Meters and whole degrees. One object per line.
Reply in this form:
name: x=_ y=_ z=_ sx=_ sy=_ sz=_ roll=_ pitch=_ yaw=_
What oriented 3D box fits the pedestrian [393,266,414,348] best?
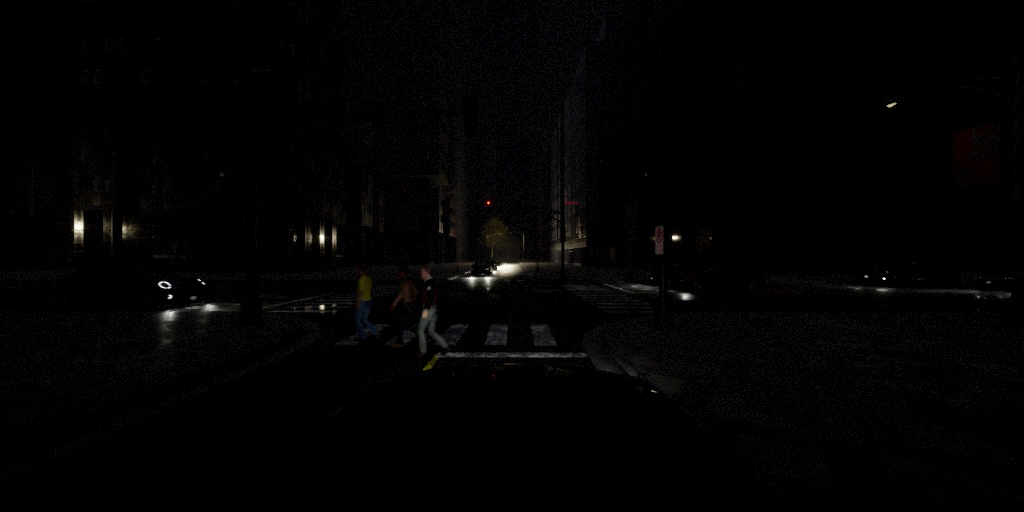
pedestrian: x=-2.242 y=1.043 z=7.680 sx=0.375 sy=1.860 sz=0.375 roll=0 pitch=0 yaw=0

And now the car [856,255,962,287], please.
car: x=26.632 y=0.984 z=24.164 sx=5.566 sy=2.045 sz=2.150 roll=-1 pitch=0 yaw=0

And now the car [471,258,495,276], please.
car: x=-3.114 y=1.226 z=37.539 sx=1.882 sy=1.535 sz=5.008 roll=0 pitch=0 yaw=1

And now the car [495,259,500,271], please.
car: x=-3.132 y=1.101 z=49.324 sx=2.097 sy=1.767 sz=4.553 roll=0 pitch=0 yaw=0

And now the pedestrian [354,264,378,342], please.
pedestrian: x=-3.417 y=1.043 z=8.282 sx=0.375 sy=1.860 sz=0.375 roll=0 pitch=0 yaw=0

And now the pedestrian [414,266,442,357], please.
pedestrian: x=-1.646 y=1.043 z=7.044 sx=0.375 sy=1.860 sz=0.375 roll=0 pitch=0 yaw=0

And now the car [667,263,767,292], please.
car: x=11.998 y=1.237 z=20.969 sx=5.008 sy=1.535 sz=1.882 roll=0 pitch=0 yaw=1

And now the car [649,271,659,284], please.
car: x=11.846 y=1.258 z=24.225 sx=4.892 sy=1.490 sz=1.837 roll=0 pitch=0 yaw=-1

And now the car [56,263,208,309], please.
car: x=-14.998 y=1.099 z=14.358 sx=4.553 sy=1.767 sz=2.097 roll=0 pitch=0 yaw=0

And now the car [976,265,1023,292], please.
car: x=30.255 y=1.274 z=20.892 sx=4.902 sy=1.511 sz=2.128 roll=0 pitch=0 yaw=0
